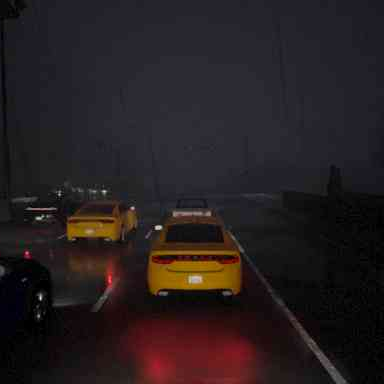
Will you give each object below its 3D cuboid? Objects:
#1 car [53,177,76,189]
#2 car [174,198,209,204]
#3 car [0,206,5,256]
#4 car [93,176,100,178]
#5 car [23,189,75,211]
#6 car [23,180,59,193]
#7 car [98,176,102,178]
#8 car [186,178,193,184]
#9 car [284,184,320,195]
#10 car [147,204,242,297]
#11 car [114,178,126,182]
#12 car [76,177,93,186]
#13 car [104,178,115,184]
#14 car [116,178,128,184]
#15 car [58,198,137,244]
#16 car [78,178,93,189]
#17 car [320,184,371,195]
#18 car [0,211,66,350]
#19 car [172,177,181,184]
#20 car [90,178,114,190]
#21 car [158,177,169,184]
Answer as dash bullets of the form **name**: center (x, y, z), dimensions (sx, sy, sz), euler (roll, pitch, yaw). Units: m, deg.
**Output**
- **car**: center (-21.486, -1.399, 54.404), dimensions (2.150, 2.045, 5.566), euler (0, 3, 0)
- **car**: center (-0.021, 0.974, 17.754), dimensions (1.895, 1.301, 4.718), euler (0, 3, 0)
- **car**: center (-6.954, 1.321, 8.210), dimensions (1.882, 1.535, 5.008), euler (0, 2, 0)
- **car**: center (-21.562, -2.507, 74.907), dimensions (2.150, 2.045, 5.566), euler (0, 3, 0)
- **car**: center (-7.022, 0.866, 17.620), dimensions (2.128, 1.511, 4.902), euler (0, 3, 0)
- **car**: center (-17.884, -0.285, 38.875), dimensions (2.128, 1.511, 4.902), euler (0, 3, 0)
- **car**: center (-18.036, -2.023, 71.534), dimensions (2.128, 1.511, 4.902), euler (0, 3, 0)
- **car**: center (-0.651, -2.833, 86.559), dimensions (2.128, 1.511, 4.902), euler (0, 3, 0)
- **car**: center (13.812, -0.304, 41.396), dimensions (4.718, 1.301, 1.895), euler (0, 3, 2)
- **car**: center (0.045, 1.316, 8.386), dimensions (1.882, 1.535, 5.008), euler (0, 2, 0)
- **car**: center (-14.518, -1.620, 63.259), dimensions (1.882, 1.535, 5.008), euler (0, 4, 0)
- **car**: center (-21.493, -1.663, 64.259), dimensions (2.128, 1.511, 4.902), euler (0, 3, 0)
- **car**: center (-21.657, -2.885, 87.263), dimensions (1.812, 1.442, 4.674), euler (0, 3, 0)
- **car**: center (-18.153, -2.867, 86.704), dimensions (2.128, 1.511, 4.902), euler (0, 3, 0)
- **car**: center (-3.493, 1.061, 13.709), dimensions (1.882, 1.535, 5.008), euler (0, 3, 0)
- **car**: center (-18.005, -1.324, 58.672), dimensions (1.812, 1.442, 4.674), euler (0, 3, 0)
- **car**: center (17.672, -0.216, 37.771), dimensions (4.902, 1.511, 2.128), euler (0, 3, 2)
- **car**: center (-3.426, 1.313, 3.878), dimensions (2.097, 1.767, 4.553), euler (0, 1, 0)
- **car**: center (-4.147, -2.870, 86.070), dimensions (1.882, 1.535, 5.008), euler (0, 3, 0)
- **car**: center (-14.453, -1.089, 53.960), dimensions (1.837, 1.490, 4.892), euler (0, 3, -1)
- **car**: center (-7.647, -2.819, 86.046), dimensions (2.128, 1.511, 4.902), euler (0, 3, 0)
